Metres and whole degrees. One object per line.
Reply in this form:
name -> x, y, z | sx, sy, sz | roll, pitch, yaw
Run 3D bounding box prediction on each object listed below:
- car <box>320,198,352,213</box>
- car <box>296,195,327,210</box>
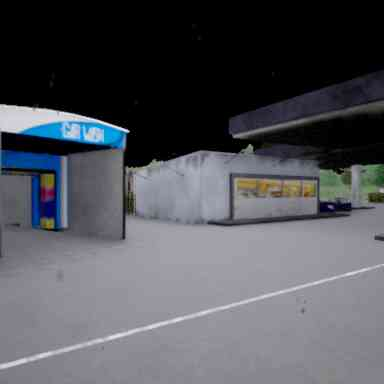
car -> 15.308, 1.451, 35.942 | 4.611, 1.667, 2.242 | 0, 0, -36
car -> 15.511, 1.280, 43.071 | 3.866, 1.878, 1.905 | 0, 0, -36
